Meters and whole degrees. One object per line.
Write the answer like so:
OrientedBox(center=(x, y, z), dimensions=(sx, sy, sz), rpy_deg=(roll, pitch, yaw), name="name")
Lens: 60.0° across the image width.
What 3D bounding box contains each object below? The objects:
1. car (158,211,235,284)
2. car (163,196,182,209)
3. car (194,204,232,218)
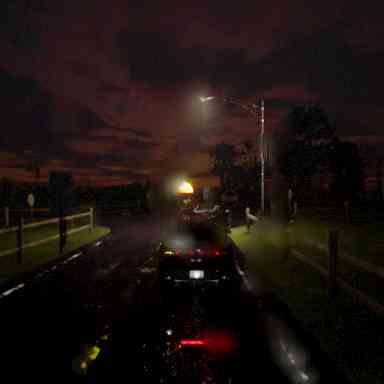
OrientedBox(center=(0.103, 1.515, 9.551), dimensions=(1.837, 1.490, 4.892), rpy_deg=(0, 0, 0), name="car")
OrientedBox(center=(-2.824, 1.648, 45.648), dimensions=(1.994, 1.385, 4.181), rpy_deg=(0, 0, 0), name="car")
OrientedBox(center=(1.241, 1.532, 21.086), dimensions=(1.837, 1.490, 4.892), rpy_deg=(-1, 0, 17), name="car")
